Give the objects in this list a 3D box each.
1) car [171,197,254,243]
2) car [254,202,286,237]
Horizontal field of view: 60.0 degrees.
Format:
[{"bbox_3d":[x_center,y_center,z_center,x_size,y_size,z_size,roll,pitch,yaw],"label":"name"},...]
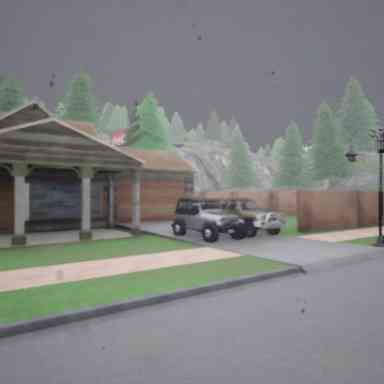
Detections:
[{"bbox_3d":[0.658,1.196,15.323,1.905,1.878,3.866,0,0,-36],"label":"car"},{"bbox_3d":[2.474,1.200,17.103,1.932,1.855,4.605,0,0,-36],"label":"car"}]
